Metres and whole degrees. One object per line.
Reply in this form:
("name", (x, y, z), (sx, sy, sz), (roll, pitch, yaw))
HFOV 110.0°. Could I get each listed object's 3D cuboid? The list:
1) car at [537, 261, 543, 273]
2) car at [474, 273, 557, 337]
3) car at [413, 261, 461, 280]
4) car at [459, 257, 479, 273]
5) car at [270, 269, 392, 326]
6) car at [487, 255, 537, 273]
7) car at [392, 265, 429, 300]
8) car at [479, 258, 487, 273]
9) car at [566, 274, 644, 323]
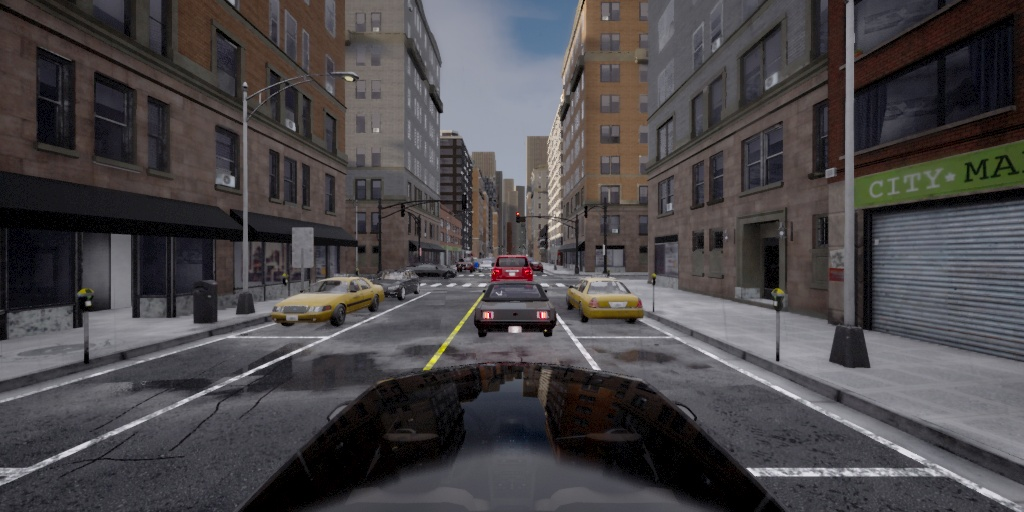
("car", (2.874, 1.308, 44.112), (1.888, 1.381, 4.507), (0, 0, 0))
("car", (0.085, 1.351, 10.223), (1.895, 1.301, 4.718), (0, 0, 0))
("car", (-7.002, 1.291, 30.285), (4.674, 1.442, 1.812), (0, 0, -15))
("car", (-5.651, 1.078, 44.116), (2.192, 1.841, 5.009), (0, 0, 0))
("car", (-5.664, 1.276, 11.647), (1.751, 1.417, 4.829), (0, 0, 0))
("car", (0.008, 0.974, 19.993), (2.150, 2.045, 5.566), (0, 0, 0))
("car", (-5.662, 1.302, 17.342), (2.007, 1.370, 4.403), (0, 0, 0))
("car", (-3.081, 1.289, 44.717), (1.812, 1.442, 4.674), (0, 0, 0))
("car", (2.861, 1.276, 11.983), (1.751, 1.417, 4.829), (0, 0, 0))
